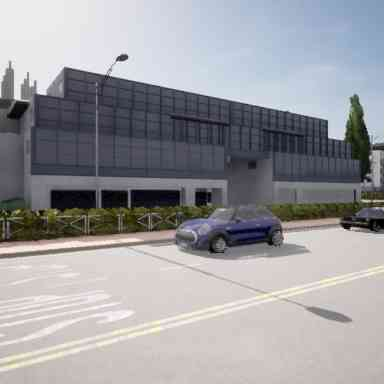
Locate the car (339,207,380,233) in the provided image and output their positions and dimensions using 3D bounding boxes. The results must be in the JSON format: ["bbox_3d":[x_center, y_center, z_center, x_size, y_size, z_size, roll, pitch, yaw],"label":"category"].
[{"bbox_3d":[10.835,1.601,19.741,4.718,1.301,1.895,0,0,-34],"label":"car"}]

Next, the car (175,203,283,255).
[{"bbox_3d":[1.553,1.351,13.476,4.553,1.767,2.097,0,0,-34],"label":"car"}]

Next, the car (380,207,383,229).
[{"bbox_3d":[11.270,1.352,15.775,4.553,1.767,2.097,0,0,-34],"label":"car"}]
